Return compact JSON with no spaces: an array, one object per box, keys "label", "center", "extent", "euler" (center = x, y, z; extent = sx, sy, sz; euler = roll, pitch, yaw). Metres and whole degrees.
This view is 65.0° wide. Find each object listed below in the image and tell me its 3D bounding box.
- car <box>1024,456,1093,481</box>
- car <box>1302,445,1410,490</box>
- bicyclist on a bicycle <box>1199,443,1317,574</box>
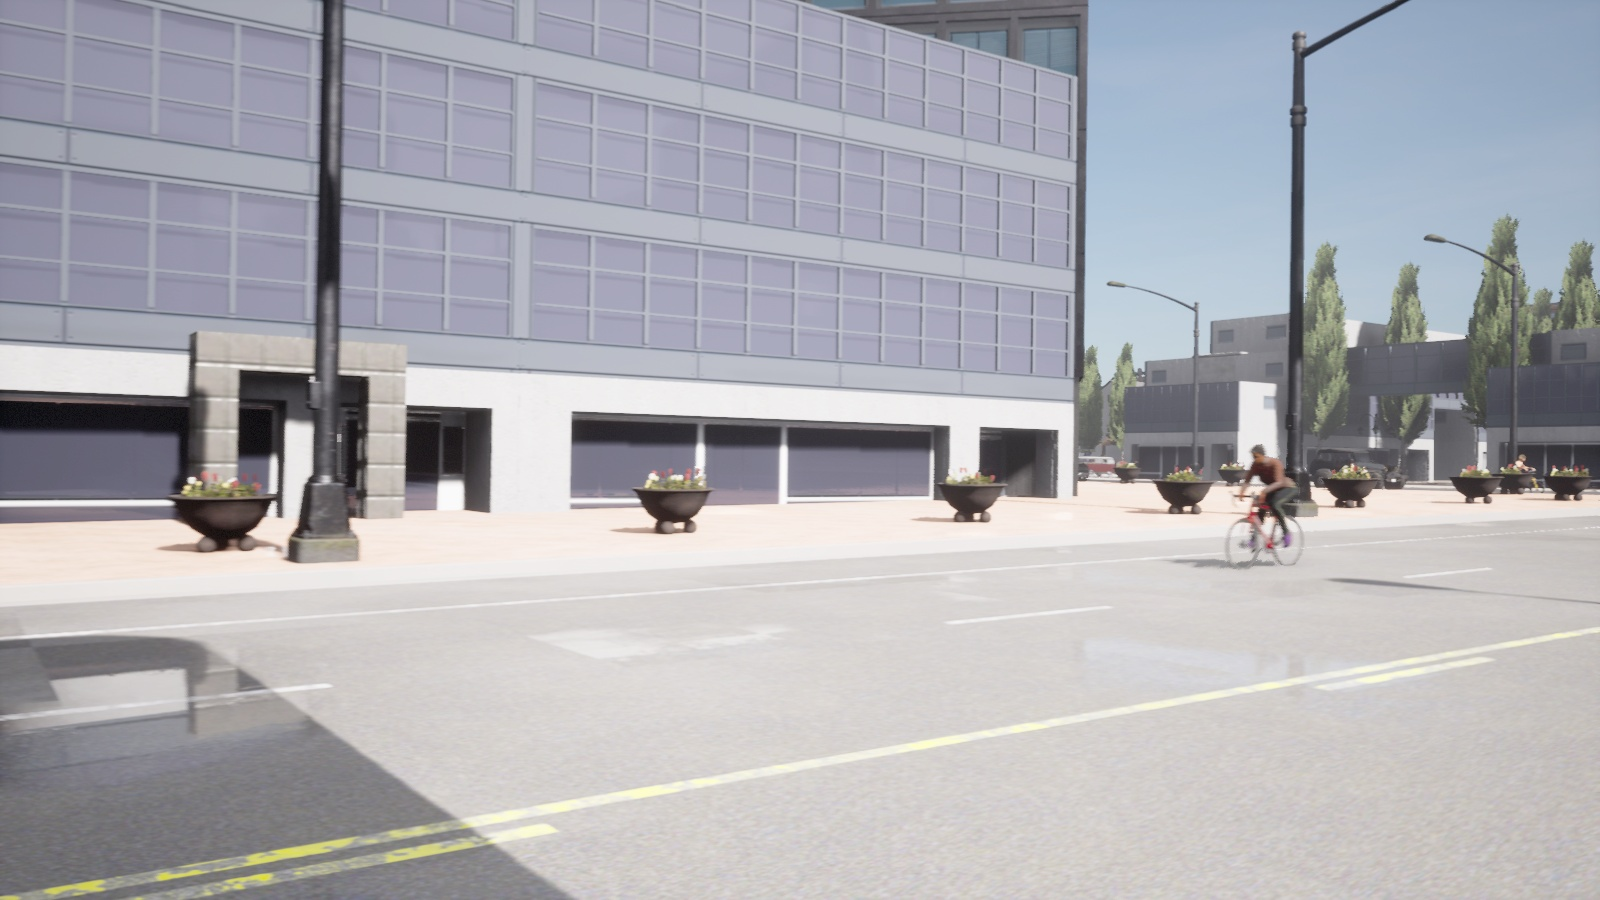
[{"label":"car","center":[15.657,1.106,76.374],"extent":[1.837,1.490,4.892],"euler":[1,-1,-19]},{"label":"car","center":[24.184,0.746,54.721],"extent":[1.905,1.878,3.866],"euler":[1,-1,-35]},{"label":"bicyclist on a bicycle","center":[5.970,0.727,16.330],"extent":[1.656,1.620,0.582],"euler":[0,0,-35]}]
